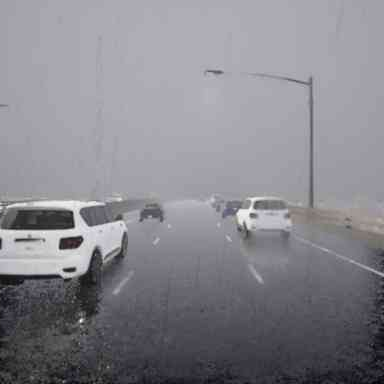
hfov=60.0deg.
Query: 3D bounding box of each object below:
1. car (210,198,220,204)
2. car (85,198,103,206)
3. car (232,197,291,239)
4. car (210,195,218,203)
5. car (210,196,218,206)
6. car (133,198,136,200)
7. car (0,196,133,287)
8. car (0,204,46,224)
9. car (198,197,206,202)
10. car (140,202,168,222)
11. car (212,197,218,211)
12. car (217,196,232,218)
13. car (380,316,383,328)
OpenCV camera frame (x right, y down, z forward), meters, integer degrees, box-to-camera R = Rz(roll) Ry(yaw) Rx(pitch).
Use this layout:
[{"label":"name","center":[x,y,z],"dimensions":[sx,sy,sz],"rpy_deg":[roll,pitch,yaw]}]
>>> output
[{"label":"car","center":[5.183,2.026,75.187],"dimensions":[1.994,1.385,4.181],"rpy_deg":[0,0,3]},{"label":"car","center":[-19.677,1.913,67.014],"dimensions":[2.128,1.511,4.902],"rpy_deg":[0,0,2]},{"label":"car","center":[3.708,1.300,18.023],"dimensions":[2.150,2.045,5.566],"rpy_deg":[0,-1,1]},{"label":"car","center":[5.702,1.785,86.130],"dimensions":[2.150,2.045,5.566],"rpy_deg":[0,-1,3]},{"label":"car","center":[4.356,1.799,53.388],"dimensions":[2.163,1.488,4.792],"rpy_deg":[0,0,2]},{"label":"car","center":[-12.612,1.893,68.529],"dimensions":[1.837,1.490,4.892],"rpy_deg":[0,0,2]},{"label":"car","center":[-3.363,1.260,9.591],"dimensions":[2.150,2.045,5.566],"rpy_deg":[0,0,0]},{"label":"car","center":[-13.862,1.689,27.050],"dimensions":[1.994,1.385,4.181],"rpy_deg":[0,0,1]},{"label":"car","center":[2.670,2.080,95.396],"dimensions":[1.994,1.385,4.181],"rpy_deg":[0,-1,3]},{"label":"car","center":[-3.156,1.636,27.702],"dimensions":[1.837,1.490,4.892],"rpy_deg":[0,0,1]},{"label":"car","center":[4.045,1.727,42.470],"dimensions":[2.163,1.488,4.792],"rpy_deg":[0,0,1]},{"label":"car","center":[3.803,1.507,31.491],"dimensions":[2.097,1.767,4.553],"rpy_deg":[0,0,1]},{"label":"car","center":[3.596,1.558,2.299],"dimensions":[2.033,1.411,5.357],"rpy_deg":[0,0,1]}]
